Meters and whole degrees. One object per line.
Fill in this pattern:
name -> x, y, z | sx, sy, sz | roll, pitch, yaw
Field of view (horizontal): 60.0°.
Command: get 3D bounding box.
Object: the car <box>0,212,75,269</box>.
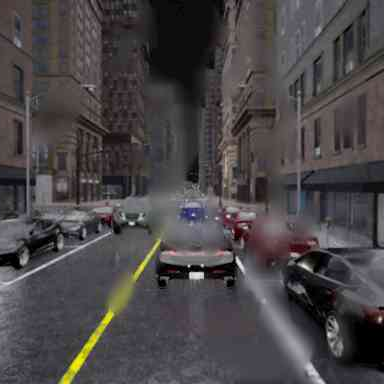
car -> -5.775, 1.573, 11.184 | 1.947, 1.339, 4.313 | -1, 0, 0

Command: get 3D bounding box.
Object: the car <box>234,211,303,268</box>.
car -> 2.750, 1.552, 11.185 | 1.887, 1.381, 4.507 | -1, 0, 0

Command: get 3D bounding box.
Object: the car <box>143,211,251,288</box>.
car -> 0.099, 1.498, 9.243 | 2.128, 1.511, 4.902 | 0, 0, 0

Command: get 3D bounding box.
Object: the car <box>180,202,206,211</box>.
car -> 0.094, 1.496, 26.297 | 1.882, 1.535, 5.008 | 0, 0, 0

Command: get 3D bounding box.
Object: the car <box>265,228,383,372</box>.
car -> 2.751, 1.569, 5.680 | 1.947, 1.339, 4.313 | -1, 0, 0

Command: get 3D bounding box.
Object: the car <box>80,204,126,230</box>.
car -> -5.776, 1.560, 22.195 | 1.887, 1.381, 4.507 | -1, 0, 0

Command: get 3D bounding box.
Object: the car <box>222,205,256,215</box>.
car -> 2.749, 1.556, 16.690 | 1.887, 1.381, 4.507 | -1, 0, 0

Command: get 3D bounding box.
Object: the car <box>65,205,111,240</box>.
car -> -5.776, 1.562, 16.689 | 2.008, 1.369, 4.403 | -1, 0, 0

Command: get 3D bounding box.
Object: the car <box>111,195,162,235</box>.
car -> -3.006, 1.231, 19.375 | 2.150, 2.045, 5.566 | 0, 0, 0
